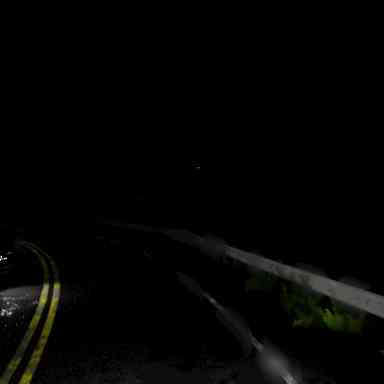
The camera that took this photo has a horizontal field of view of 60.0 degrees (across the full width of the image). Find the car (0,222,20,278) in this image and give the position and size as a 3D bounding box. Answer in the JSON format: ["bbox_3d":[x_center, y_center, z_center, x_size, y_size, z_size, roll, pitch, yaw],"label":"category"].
[{"bbox_3d":[-6.503,1.737,10.295,1.837,1.490,4.892,-3,0,-29],"label":"car"}]
